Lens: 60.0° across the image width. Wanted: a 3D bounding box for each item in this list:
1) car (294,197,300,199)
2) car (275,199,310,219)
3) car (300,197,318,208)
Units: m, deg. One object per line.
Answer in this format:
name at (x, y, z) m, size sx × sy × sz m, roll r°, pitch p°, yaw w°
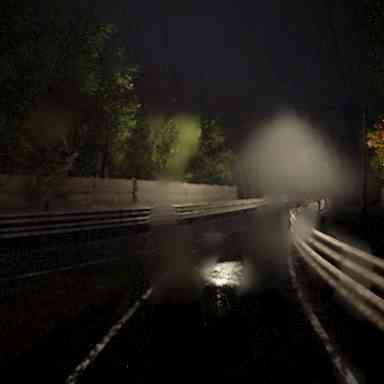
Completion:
car at (18.199, 1.519, 56.616) m, size 1.895 × 1.301 × 4.718 m, roll 0°, pitch 0°, yaw 26°
car at (8.235, 1.537, 27.333) m, size 1.895 × 1.301 × 4.718 m, roll 0°, pitch 0°, yaw 25°
car at (15.262, 1.517, 42.325) m, size 1.895 × 1.301 × 4.718 m, roll 0°, pitch 0°, yaw 25°
